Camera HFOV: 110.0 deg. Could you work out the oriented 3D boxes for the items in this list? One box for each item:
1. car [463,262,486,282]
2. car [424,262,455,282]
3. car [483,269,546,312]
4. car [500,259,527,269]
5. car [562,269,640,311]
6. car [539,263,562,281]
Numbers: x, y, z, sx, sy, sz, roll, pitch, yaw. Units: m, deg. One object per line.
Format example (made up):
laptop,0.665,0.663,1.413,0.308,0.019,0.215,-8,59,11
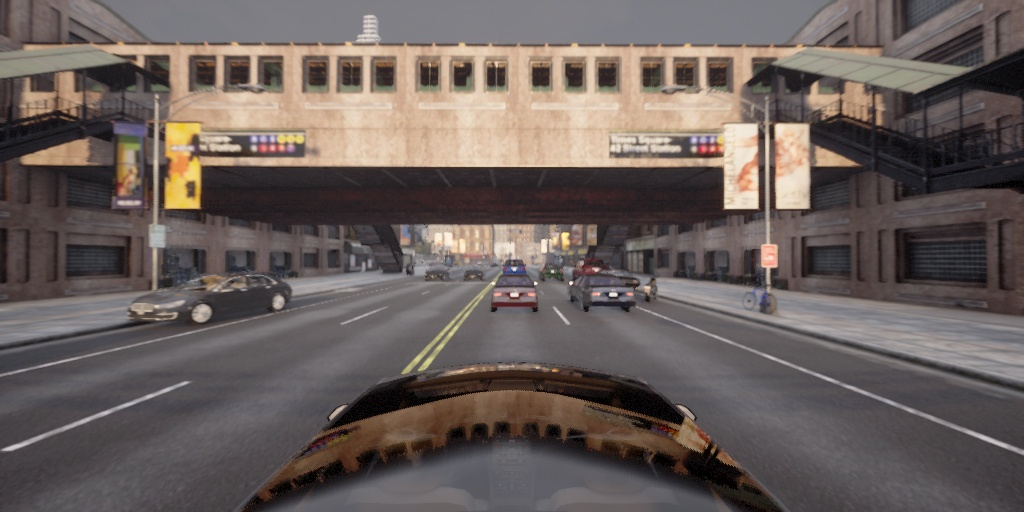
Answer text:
car,-3.475,1.610,33.978,1.837,1.490,4.892,0,-1,0
car,-6.975,1.609,33.964,1.837,1.490,4.892,0,-1,0
car,0.102,1.445,15.112,2.033,1.411,5.357,0,-1,0
car,0.217,1.329,34.260,2.150,2.045,5.566,0,-1,0
car,3.604,1.446,15.214,2.033,1.411,5.357,0,-1,0
car,3.713,1.466,34.838,2.097,1.767,4.553,0,-1,0
